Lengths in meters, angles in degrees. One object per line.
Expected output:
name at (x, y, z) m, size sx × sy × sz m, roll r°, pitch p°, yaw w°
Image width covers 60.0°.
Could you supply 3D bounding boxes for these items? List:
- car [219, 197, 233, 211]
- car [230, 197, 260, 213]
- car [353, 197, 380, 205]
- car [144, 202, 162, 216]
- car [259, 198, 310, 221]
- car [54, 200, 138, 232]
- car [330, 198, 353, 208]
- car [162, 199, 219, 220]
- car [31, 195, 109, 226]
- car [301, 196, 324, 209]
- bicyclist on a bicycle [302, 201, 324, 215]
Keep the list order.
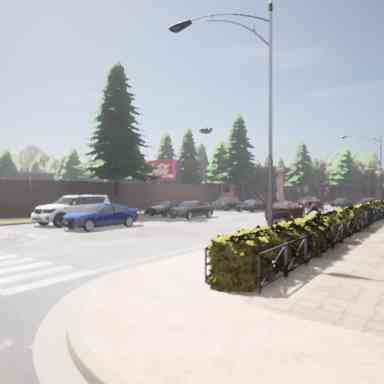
car at (4.015, 1.342, 39.613) m, size 2.097 × 1.767 × 4.553 m, roll 0°, pitch 0°, yaw 37°
car at (6.833, 1.538, 37.595) m, size 2.033 × 1.411 × 5.357 m, roll 0°, pitch 0°, yaw 36°
car at (25.295, 1.489, 46.615) m, size 4.902 × 1.511 × 2.128 m, roll 0°, pitch 0°, yaw -36°
car at (-2.091, 1.537, 31.355) m, size 2.033 × 1.411 × 5.357 m, roll 0°, pitch 0°, yaw 36°
car at (7.427, 1.473, 26.283) m, size 1.882 × 1.535 × 5.008 m, roll 0°, pitch 0°, yaw 36°
car at (-5.565, 1.469, 20.613) m, size 1.882 × 1.535 × 5.008 m, roll 0°, pitch 0°, yaw 36°
car at (22.332, 1.559, 49.097) m, size 4.181 × 1.385 × 1.994 m, roll 0°, pitch 0°, yaw -34°
car at (-0.004, 1.496, 28.262) m, size 1.837 × 1.490 × 4.892 m, roll 0°, pitch 0°, yaw 36°
car at (-8.108, 1.211, 23.070) m, size 2.150 × 2.045 × 5.566 m, roll 0°, pitch 0°, yaw 36°
car at (14.999, 1.346, 42.117) m, size 2.097 × 1.767 × 4.553 m, roll 0°, pitch 0°, yaw 41°
bicyclist on a bicycle at (6.414, 1.298, 17.571) m, size 1.656 × 1.620 × 0.582 m, roll 0°, pitch 0°, yaw 36°
